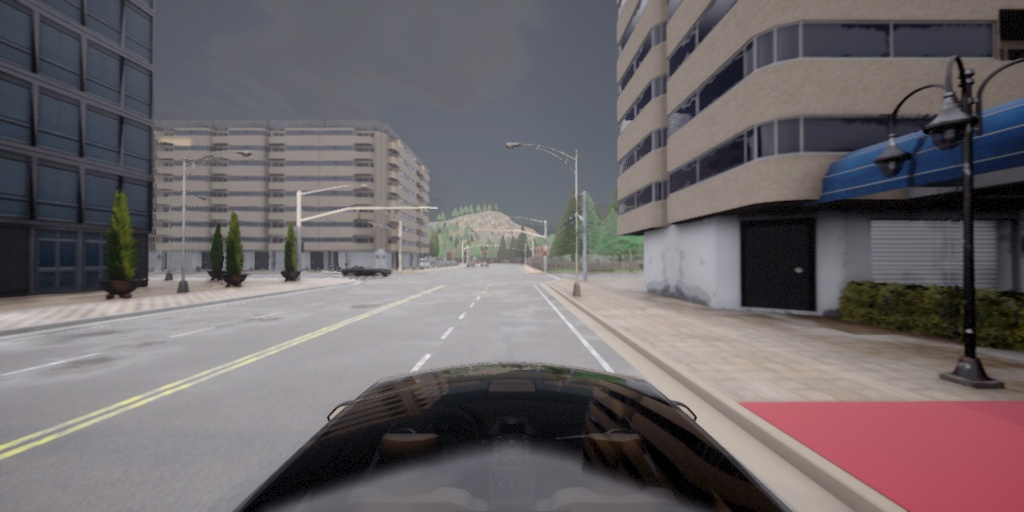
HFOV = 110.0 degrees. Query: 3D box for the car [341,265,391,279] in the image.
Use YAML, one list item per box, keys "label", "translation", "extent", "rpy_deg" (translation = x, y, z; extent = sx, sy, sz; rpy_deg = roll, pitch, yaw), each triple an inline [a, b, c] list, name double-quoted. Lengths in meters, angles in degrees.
- label: "car"
  translation: [-15.204, 1.639, 37.675]
  extent: [4.718, 1.301, 1.895]
  rpy_deg: [0, -1, 0]
